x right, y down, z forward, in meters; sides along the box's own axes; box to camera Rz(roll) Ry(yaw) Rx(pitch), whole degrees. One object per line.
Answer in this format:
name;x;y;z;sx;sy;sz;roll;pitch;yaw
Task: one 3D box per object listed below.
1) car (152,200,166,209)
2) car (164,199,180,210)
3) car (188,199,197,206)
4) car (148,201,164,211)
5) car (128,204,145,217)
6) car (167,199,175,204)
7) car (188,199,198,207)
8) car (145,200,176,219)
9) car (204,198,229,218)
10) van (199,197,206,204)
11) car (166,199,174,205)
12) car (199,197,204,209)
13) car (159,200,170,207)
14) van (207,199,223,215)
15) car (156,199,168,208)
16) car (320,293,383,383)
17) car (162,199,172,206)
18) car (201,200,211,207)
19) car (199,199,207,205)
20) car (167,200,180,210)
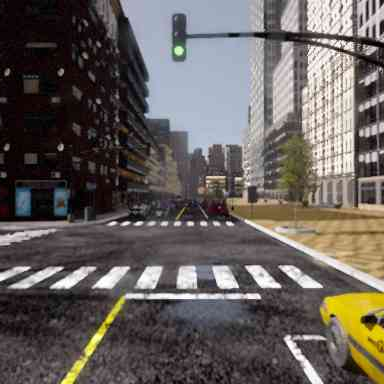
car;-5.610;2.182;57.355;1.887;1.381;4.507;0;-1;0
car;-3.038;2.023;43.586;2.033;1.411;5.357;0;-1;0
car;0.116;2.357;75.433;1.837;1.490;4.892;0;-1;0
car;-5.618;2.123;51.830;2.008;1.369;4.403;0;-1;0
car;-5.642;1.931;35.251;2.008;1.369;4.403;0;-1;0
car;-5.559;2.589;90.513;1.887;1.381;4.507;0;-1;0
car;0.198;2.089;65.540;2.097;1.767;4.553;0;-1;0
car;-3.052;1.849;33.120;2.128;1.511;4.902;0;-1;0
car;2.737;1.696;35.241;2.192;1.841;5.009;0;-1;0
van;2.820;2.386;90.502;1.690;1.788;3.998;0;-1;0
car;-5.568;2.498;84.818;1.752;1.417;4.829;0;-1;0
car;2.769;1.954;57.345;2.192;1.841;5.009;0;-1;0
car;-5.593;2.353;68.408;1.802;1.307;4.206;0;-1;0
van;2.745;1.785;40.766;1.690;1.788;3.998;0;-1;0
car;-5.602;2.145;62.884;1.967;1.590;4.097;0;-1;0
car;2.689;1.558;2.998;1.752;1.417;4.829;0;-1;0
car;-5.585;2.278;73.936;1.967;1.590;4.097;0;-1;0
car;2.787;2.317;68.396;1.887;1.381;4.507;0;-1;0
car;2.813;2.503;85.145;1.752;1.417;4.829;0;-1;0
car;-3.008;2.081;54.489;1.882;1.535;5.008;0;-1;0
